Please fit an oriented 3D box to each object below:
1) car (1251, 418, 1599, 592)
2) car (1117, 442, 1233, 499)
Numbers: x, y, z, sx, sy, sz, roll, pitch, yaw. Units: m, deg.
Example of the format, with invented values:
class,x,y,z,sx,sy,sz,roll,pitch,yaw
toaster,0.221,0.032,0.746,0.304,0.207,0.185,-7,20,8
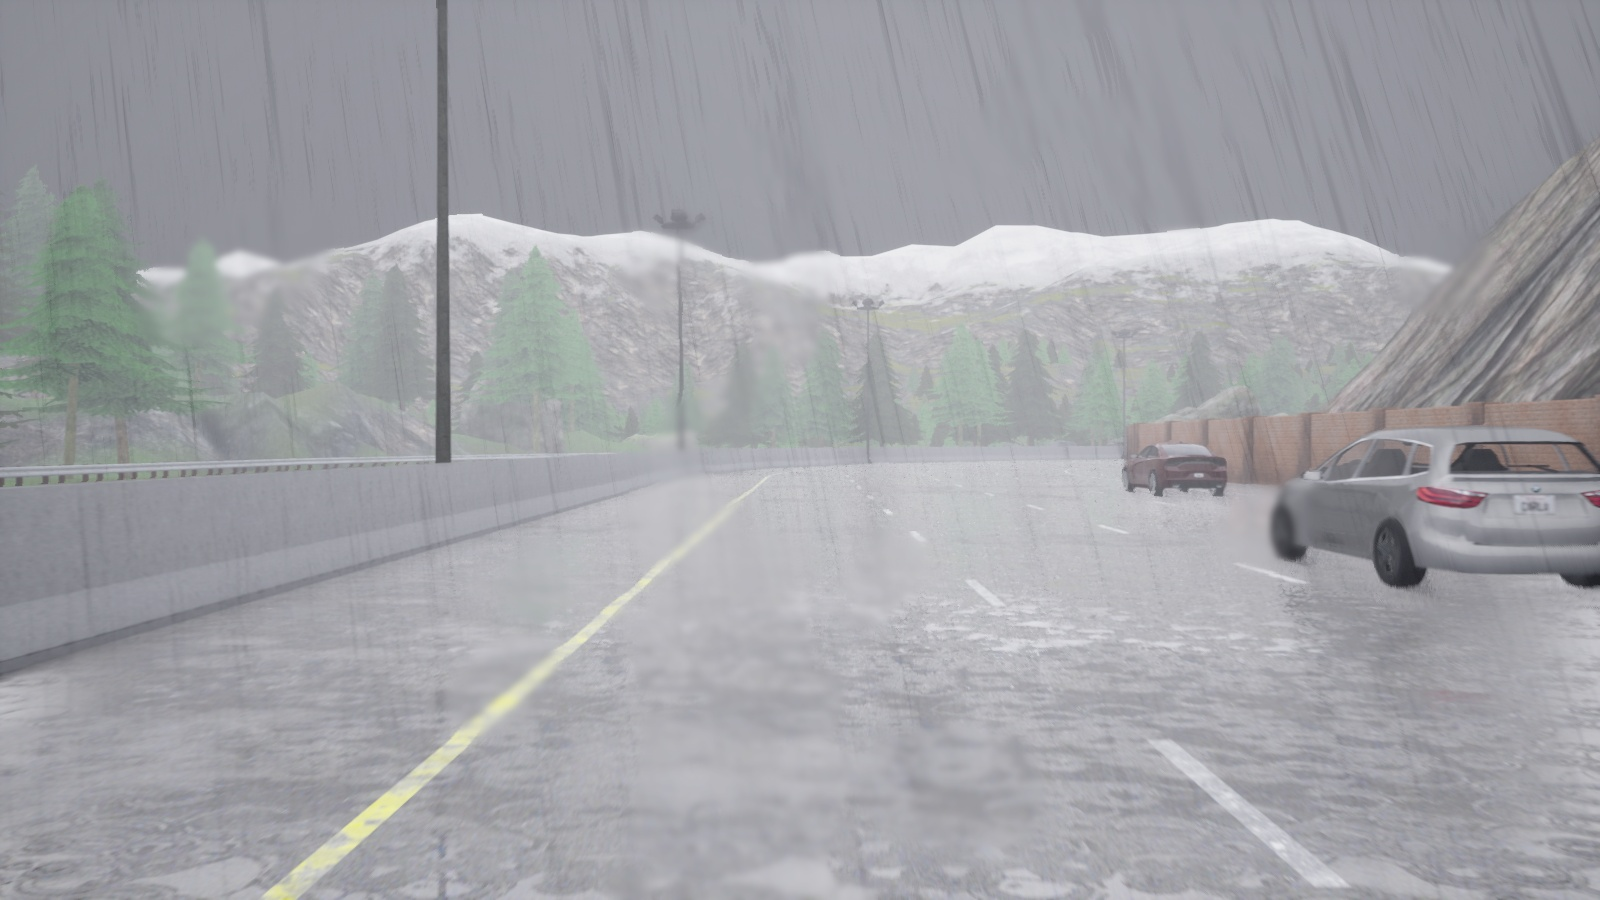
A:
class,x,y,z,sx,sy,sz,roll,pitch,yaw
car,7.095,0.515,14.367,2.242,1.667,4.611,0,0,0
car,10.716,0.528,36.251,1.882,1.535,5.008,0,0,0
